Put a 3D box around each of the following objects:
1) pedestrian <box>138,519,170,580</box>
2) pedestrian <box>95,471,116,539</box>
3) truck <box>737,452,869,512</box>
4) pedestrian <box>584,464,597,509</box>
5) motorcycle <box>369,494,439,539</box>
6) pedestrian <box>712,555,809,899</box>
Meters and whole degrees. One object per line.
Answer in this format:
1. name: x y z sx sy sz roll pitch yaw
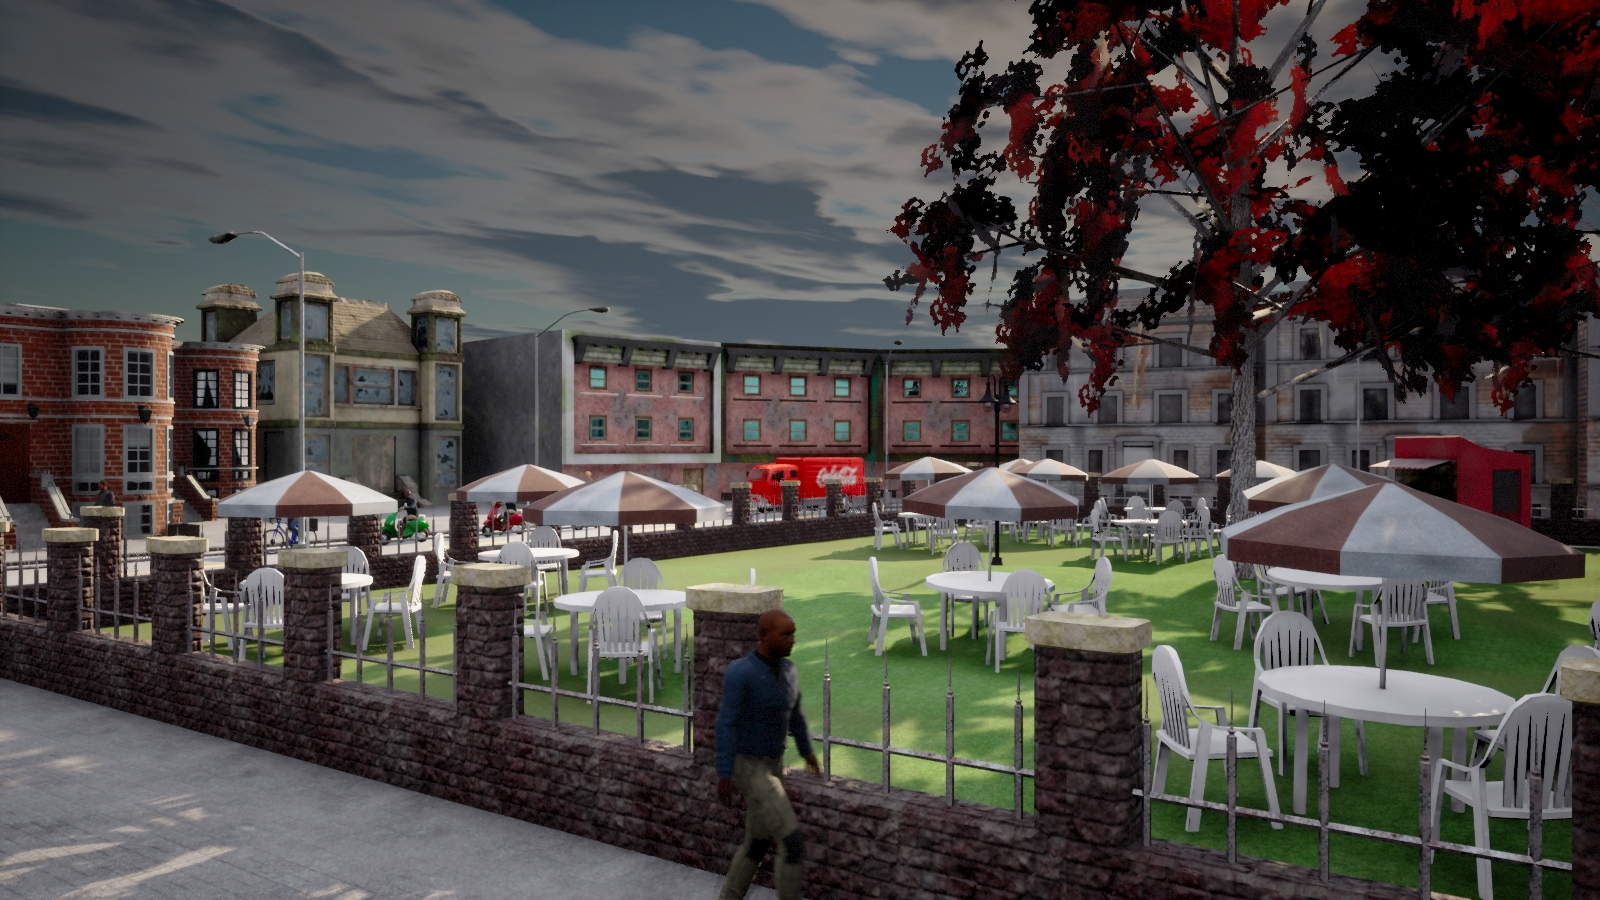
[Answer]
1. pedestrian: -12.282 1.887 21.706 0.500 1.100 0.500 0 0 -33
2. pedestrian: -19.292 1.512 31.740 0.375 1.860 0.375 0 0 33
3. truck: 0.162 1.332 50.020 5.204 2.467 2.627 -1 1 -37
4. pedestrian: -8.668 1.512 47.327 0.375 1.860 0.375 0 0 -42
5. motorcycle: -11.759 1.950 33.969 0.856 1.236 1.805 0 0 35
6. pedestrian: -0.213 1.523 6.210 0.375 1.860 0.375 0 0 35
